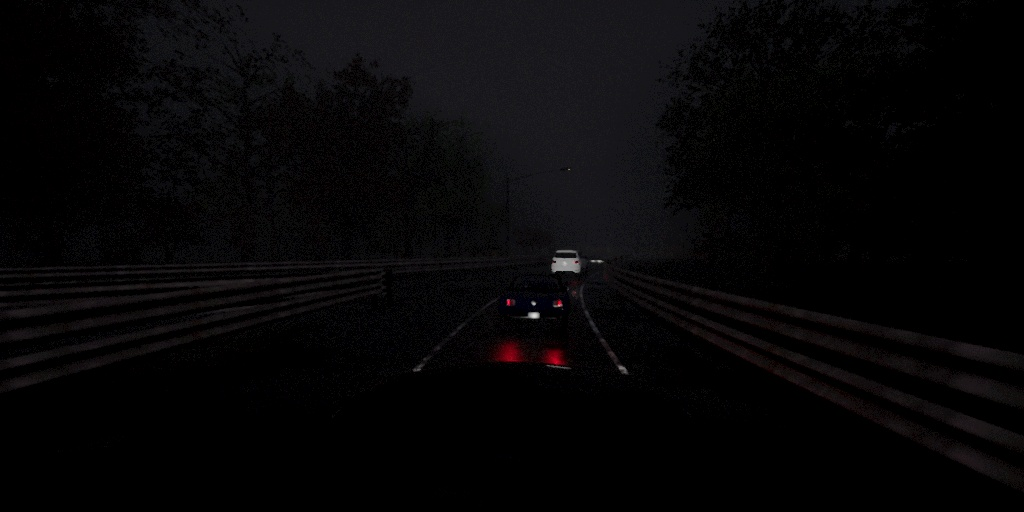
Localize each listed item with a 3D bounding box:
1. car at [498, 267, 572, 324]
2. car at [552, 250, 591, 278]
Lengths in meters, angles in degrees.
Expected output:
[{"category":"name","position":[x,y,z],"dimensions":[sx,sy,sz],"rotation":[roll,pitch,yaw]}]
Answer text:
[{"category":"car","position":[0.845,1.201,11.389],"dimensions":[1.895,1.301,4.718],"rotation":[0,1,7]},{"category":"car","position":[4.615,0.558,28.282],"dimensions":[2.150,2.045,5.566],"rotation":[1,1,18]}]
